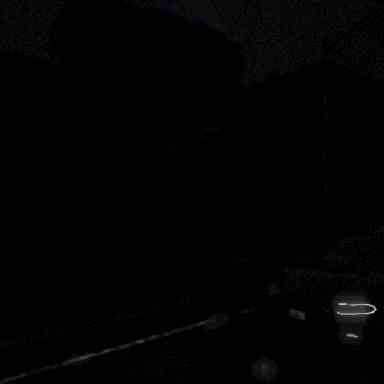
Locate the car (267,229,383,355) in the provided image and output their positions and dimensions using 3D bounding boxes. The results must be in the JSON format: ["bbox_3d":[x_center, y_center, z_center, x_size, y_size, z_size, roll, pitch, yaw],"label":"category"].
[{"bbox_3d":[3.544,1.479,6.212,5.008,1.535,1.882,0,0,-35],"label":"car"}]
